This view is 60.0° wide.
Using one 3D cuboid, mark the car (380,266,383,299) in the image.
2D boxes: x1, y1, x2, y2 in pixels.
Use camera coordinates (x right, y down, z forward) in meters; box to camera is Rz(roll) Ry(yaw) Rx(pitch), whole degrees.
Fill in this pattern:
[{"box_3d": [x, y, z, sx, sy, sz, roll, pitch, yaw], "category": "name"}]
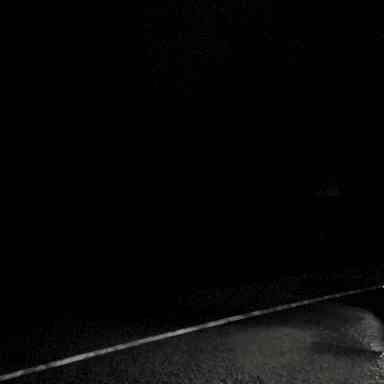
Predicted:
[{"box_3d": [5.991, 1.518, 6.799, 4.902, 1.511, 2.128, 0, -1, -26], "category": "car"}]
